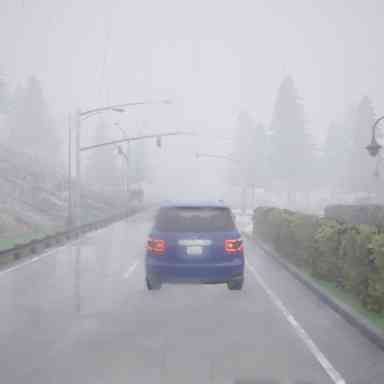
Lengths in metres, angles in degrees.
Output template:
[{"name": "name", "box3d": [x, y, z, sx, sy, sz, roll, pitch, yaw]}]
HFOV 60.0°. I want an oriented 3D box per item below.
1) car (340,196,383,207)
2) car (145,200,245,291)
[{"name": "car", "box3d": [16.125, 1.384, 30.729, 5.566, 2.045, 2.150, 0, 0, 0]}, {"name": "car", "box3d": [0.071, 1.222, 9.148, 2.150, 2.045, 5.566, 0, 0, 0]}]
